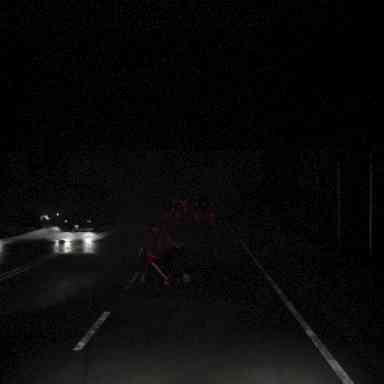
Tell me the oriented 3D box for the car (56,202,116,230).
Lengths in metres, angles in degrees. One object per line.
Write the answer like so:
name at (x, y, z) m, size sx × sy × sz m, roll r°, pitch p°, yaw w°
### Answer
car at (-6.332, 1.547, 21.265) m, size 2.033 × 1.411 × 5.357 m, roll 0°, pitch 0°, yaw 3°

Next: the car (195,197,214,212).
car at (1.387, 1.350, 38.047) m, size 2.097 × 1.767 × 4.553 m, roll 0°, pitch 0°, yaw 2°

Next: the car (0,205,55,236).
car at (-9.990, 1.547, 18.604) m, size 2.033 × 1.411 × 5.357 m, roll 0°, pitch 0°, yaw 2°

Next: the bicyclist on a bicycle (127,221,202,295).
bicyclist on a bicycle at (-0.620, 1.451, 7.273) m, size 1.656 × 1.620 × 0.582 m, roll -2°, pitch 0°, yaw 2°

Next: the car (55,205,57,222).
car at (-9.681, 1.600, 24.577) m, size 1.895 × 1.301 × 4.718 m, roll 0°, pitch 0°, yaw 2°

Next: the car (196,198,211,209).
car at (1.710, 1.545, 47.722) m, size 2.033 × 1.411 × 5.357 m, roll 0°, pitch 0°, yaw 3°

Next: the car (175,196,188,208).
car at (-1.728, 1.349, 48.412) m, size 2.097 × 1.767 × 4.553 m, roll 0°, pitch 0°, yaw 2°

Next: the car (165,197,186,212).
car at (-2.051, 1.599, 39.261) m, size 1.895 × 1.301 × 4.718 m, roll 0°, pitch 0°, yaw 2°

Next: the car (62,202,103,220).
car at (-9.568, 1.599, 29.454) m, size 1.895 × 1.301 × 4.718 m, roll 0°, pitch 0°, yaw 2°
